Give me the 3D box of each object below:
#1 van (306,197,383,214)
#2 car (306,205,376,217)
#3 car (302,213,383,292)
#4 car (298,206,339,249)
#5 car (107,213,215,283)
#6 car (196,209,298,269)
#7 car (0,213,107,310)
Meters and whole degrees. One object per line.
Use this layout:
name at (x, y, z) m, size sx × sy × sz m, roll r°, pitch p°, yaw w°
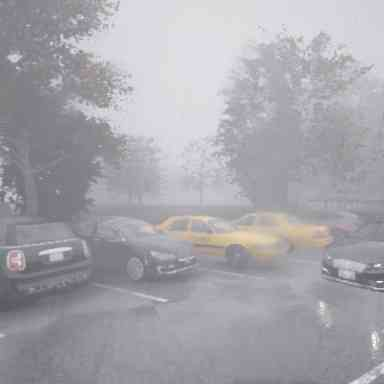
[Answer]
van at (7.556, 1.238, 16.520) m, size 4.442 × 1.987 × 1.878 m, roll -1°, pitch 0°, yaw 35°
car at (5.197, 1.500, 14.783) m, size 4.792 × 1.488 × 2.163 m, roll -1°, pitch 0°, yaw 35°
car at (5.306, 1.483, 8.489) m, size 4.902 × 1.511 × 2.128 m, roll 0°, pitch 0°, yaw -35°
car at (2.635, 1.476, 13.186) m, size 5.366 × 1.575 × 1.946 m, roll -1°, pitch 0°, yaw 35°
car at (-2.089, 1.484, 9.682) m, size 4.892 × 1.521 × 2.231 m, roll -1°, pitch -1°, yaw 35°
car at (0.502, 1.476, 11.277) m, size 5.366 × 1.575 × 1.946 m, roll -1°, pitch -1°, yaw 35°
car at (-4.489, 1.358, 7.945) m, size 4.553 × 1.767 × 2.185 m, roll -1°, pitch -1°, yaw 34°
